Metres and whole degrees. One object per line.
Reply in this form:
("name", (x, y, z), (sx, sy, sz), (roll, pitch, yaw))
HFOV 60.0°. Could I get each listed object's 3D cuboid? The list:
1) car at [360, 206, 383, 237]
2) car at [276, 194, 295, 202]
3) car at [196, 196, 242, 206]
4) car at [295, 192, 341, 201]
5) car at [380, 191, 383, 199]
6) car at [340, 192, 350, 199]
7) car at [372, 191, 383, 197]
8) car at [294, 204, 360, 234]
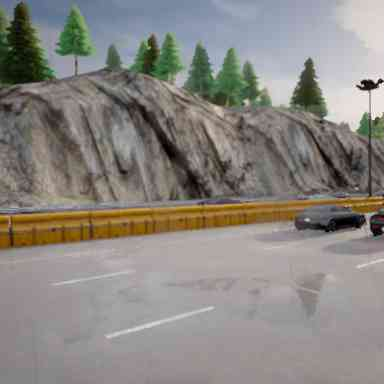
("car", (9.984, 1.246, 15.178), (4.892, 1.490, 1.837), (-1, 1, -35))
("car", (11.633, 1.006, 38.104), (4.902, 1.511, 2.128), (-1, 1, -36))
("car", (2.978, 1.185, 36.238), (5.357, 1.411, 2.033), (-1, 1, -35))
("car", (13.301, 1.046, 34.991), (4.674, 1.442, 1.812), (-1, 1, -35))
("car", (36.275, 0.546, 60.168), (5.357, 1.411, 2.033), (-1, 1, -36))
("car", (21.717, 0.785, 49.626), (4.892, 1.490, 1.837), (-2, 1, -36))
("car", (28.792, 0.690, 50.418), (4.892, 1.490, 1.837), (-2, 1, -36))
("car", (7.335, 1.315, 17.590), (4.181, 1.385, 1.994), (-1, 1, -36))
